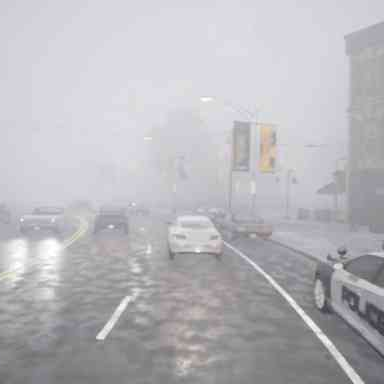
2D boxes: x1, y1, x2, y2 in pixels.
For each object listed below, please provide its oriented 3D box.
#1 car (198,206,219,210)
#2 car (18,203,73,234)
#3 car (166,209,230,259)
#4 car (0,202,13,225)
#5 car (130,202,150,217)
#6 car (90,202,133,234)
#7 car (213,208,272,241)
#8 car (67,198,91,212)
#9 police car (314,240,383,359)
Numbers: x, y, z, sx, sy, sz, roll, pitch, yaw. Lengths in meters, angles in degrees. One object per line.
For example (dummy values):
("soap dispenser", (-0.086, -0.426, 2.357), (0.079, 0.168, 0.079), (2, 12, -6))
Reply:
("car", (1.153, 1.696, 23.381), (2.002, 1.452, 4.674), (2, 0, -17))
("car", (-8.118, 1.484, 18.577), (1.895, 1.301, 4.718), (2, 0, -13))
("car", (-0.005, 1.604, 12.819), (1.812, 1.442, 4.674), (2, 0, -5))
("car", (-11.824, 1.275, 19.176), (2.128, 1.511, 4.902), (2, -1, -15))
("car", (-5.628, 1.636, 31.983), (1.895, 1.301, 4.718), (2, 0, -27))
("car", (-4.606, 1.491, 19.155), (1.837, 1.490, 4.892), (2, 0, -13))
("car", (2.608, 1.778, 17.839), (1.895, 1.301, 4.718), (2, 0, -7))
("car", (-12.335, 1.376, 36.255), (1.837, 1.490, 4.892), (2, -1, -34))
("police car", (3.379, 1.551, 5.044), (1.930, 1.638, 5.238), (2, 0, 3))
